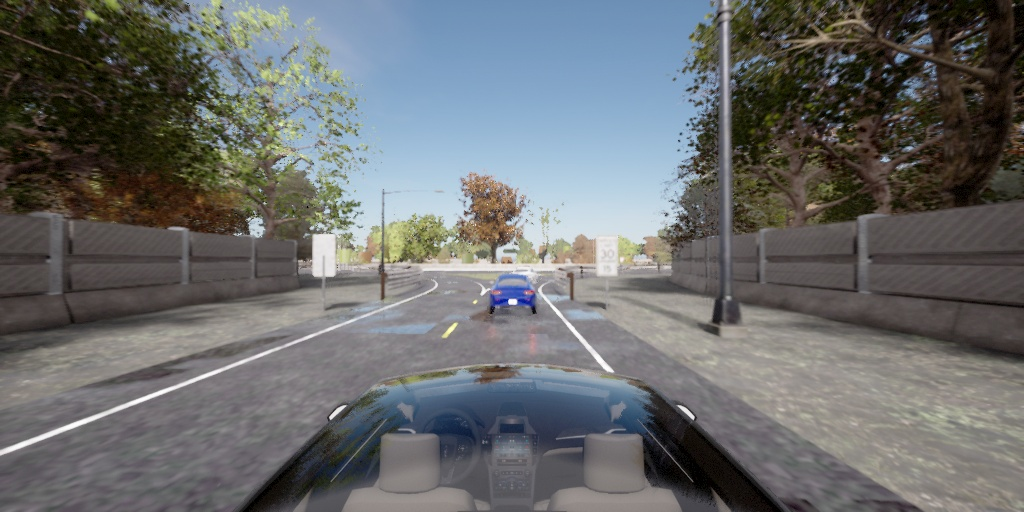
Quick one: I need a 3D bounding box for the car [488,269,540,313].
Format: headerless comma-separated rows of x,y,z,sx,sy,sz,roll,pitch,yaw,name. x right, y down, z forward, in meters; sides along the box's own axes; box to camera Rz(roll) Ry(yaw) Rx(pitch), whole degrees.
0.044,1.444,14.753,1.812,1.442,4.674,0,0,0,car

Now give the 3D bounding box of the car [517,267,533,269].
1.056,1.636,29.520,1.812,1.442,4.674,0,-1,12,car
